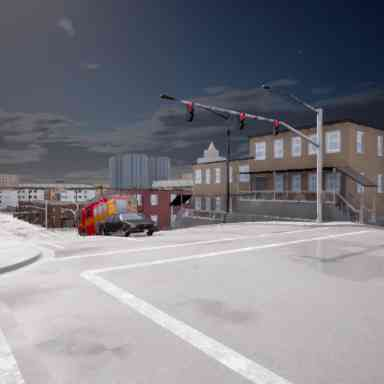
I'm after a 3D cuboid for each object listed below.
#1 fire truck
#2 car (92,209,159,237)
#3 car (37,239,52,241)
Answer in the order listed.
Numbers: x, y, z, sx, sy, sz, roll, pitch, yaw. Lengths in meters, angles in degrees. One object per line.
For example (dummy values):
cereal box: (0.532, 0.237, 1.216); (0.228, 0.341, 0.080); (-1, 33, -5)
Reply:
fire truck: (-8.541, 2.613, 32.816); (2.891, 3.827, 8.468); (0, -13, -36)
car: (-4.147, 2.011, 20.773); (2.033, 1.411, 5.357); (0, -5, -36)
car: (-16.864, 6.005, 38.036); (1.895, 1.301, 4.718); (0, -12, -36)
